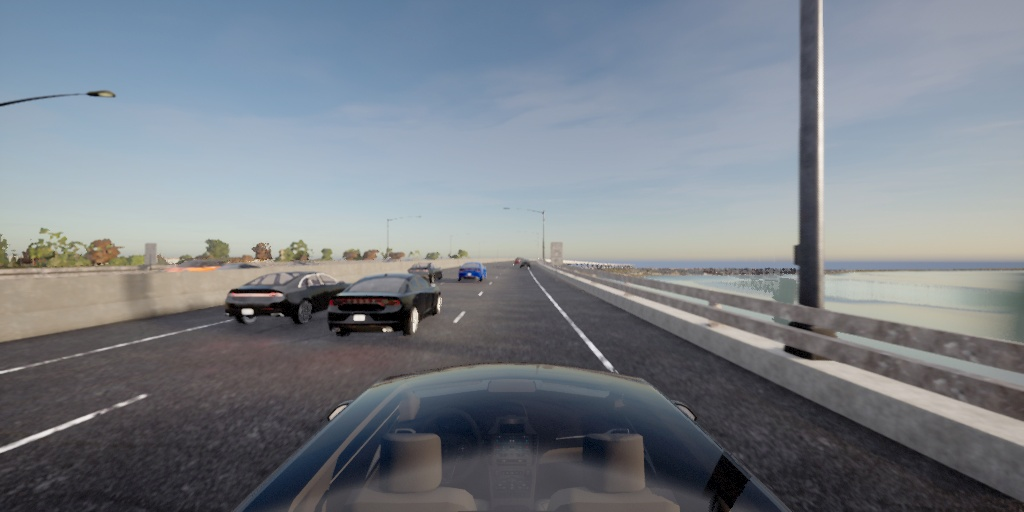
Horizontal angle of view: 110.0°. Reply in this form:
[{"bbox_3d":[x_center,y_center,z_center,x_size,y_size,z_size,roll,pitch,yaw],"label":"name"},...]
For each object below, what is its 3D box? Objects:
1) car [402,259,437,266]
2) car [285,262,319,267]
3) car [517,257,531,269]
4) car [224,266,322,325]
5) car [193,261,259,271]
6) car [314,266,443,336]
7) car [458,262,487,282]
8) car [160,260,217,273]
[{"bbox_3d":[-6.685,1.250,27.845,2.128,1.511,4.902,0,0,1],"label":"car"},{"bbox_3d":[-17.353,1.251,29.357,2.128,1.511,4.902,0,0,1],"label":"car"},{"bbox_3d":[2.183,1.296,58.299,1.837,1.490,4.892,0,0,2],"label":"car"},{"bbox_3d":[-6.862,1.242,11.760,2.128,1.511,4.902,0,0,0],"label":"car"},{"bbox_3d":[-20.892,1.284,27.063,1.812,1.442,4.674,0,0,1],"label":"car"},{"bbox_3d":[-3.371,1.228,10.433,1.882,1.535,5.008,0,0,0],"label":"car"},{"bbox_3d":[-3.157,1.236,29.416,1.882,1.535,5.008,0,0,1],"label":"car"},{"bbox_3d":[-24.380,1.109,27.704,2.097,1.767,4.553,0,0,1],"label":"car"}]
